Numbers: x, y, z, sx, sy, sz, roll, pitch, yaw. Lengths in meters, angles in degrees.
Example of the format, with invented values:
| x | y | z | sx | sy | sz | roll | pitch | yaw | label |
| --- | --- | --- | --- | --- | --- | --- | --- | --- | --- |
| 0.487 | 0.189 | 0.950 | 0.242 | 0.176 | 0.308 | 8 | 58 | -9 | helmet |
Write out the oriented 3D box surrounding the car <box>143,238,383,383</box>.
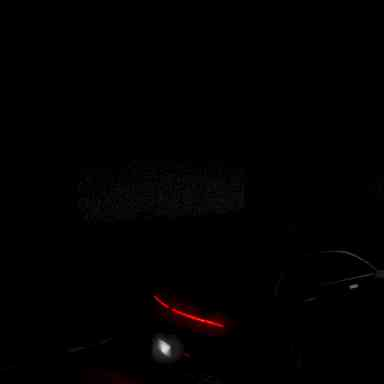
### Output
| x | y | z | sx | sy | sz | roll | pitch | yaw | label |
| --- | --- | --- | --- | --- | --- | --- | --- | --- | --- |
| 1.630 | 1.483 | 5.176 | 4.892 | 1.490 | 1.837 | 0 | 1 | -36 | car |
